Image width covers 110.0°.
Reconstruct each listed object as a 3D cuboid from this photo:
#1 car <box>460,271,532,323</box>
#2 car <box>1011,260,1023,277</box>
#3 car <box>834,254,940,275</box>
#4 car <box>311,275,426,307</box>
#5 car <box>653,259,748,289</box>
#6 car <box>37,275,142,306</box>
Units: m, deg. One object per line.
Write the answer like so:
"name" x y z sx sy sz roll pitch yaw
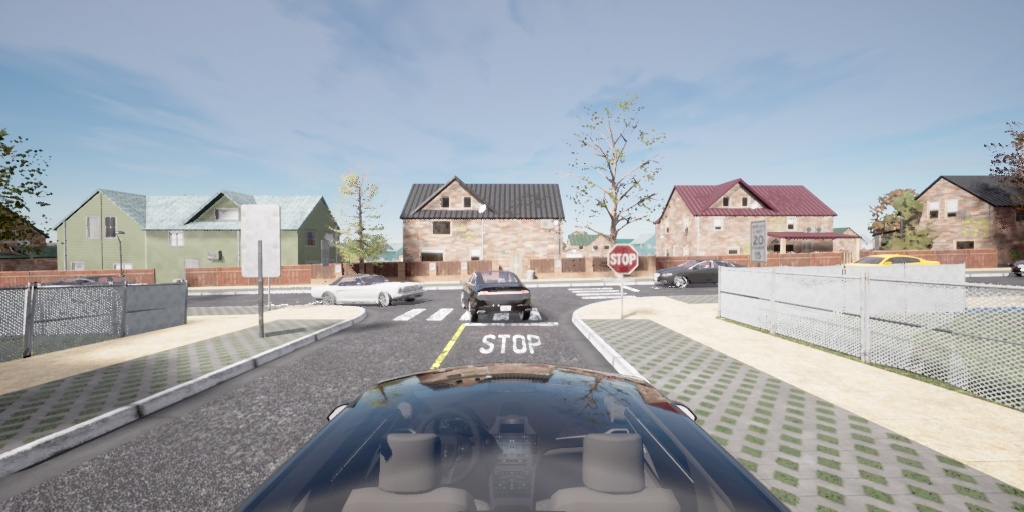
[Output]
"car" -0.676 1.242 12.317 2.128 1.511 4.902 0 0 -12
"car" 30.769 0.445 19.770 4.902 1.511 2.128 -1 1 0
"car" 20.389 0.675 19.743 5.008 1.535 1.882 -1 1 0
"car" -6.182 1.462 15.565 4.718 1.301 1.895 -2 0 19
"car" 10.349 0.925 19.714 4.902 1.511 2.128 -1 1 0
"car" -19.145 1.667 16.672 4.902 1.511 2.128 -1 1 0
